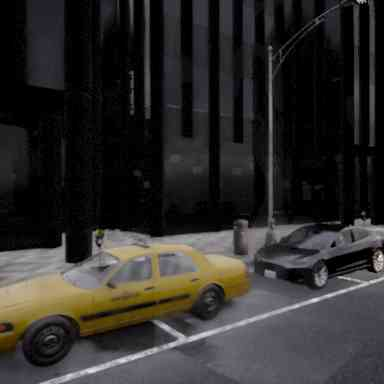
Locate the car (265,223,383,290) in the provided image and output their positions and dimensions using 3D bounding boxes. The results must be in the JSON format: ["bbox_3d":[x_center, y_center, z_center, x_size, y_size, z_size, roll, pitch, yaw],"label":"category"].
[{"bbox_3d":[3.627,1.571,9.126,4.313,1.339,1.947,0,0,-36],"label":"car"}]

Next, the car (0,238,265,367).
[{"bbox_3d":[-1.110,1.527,5.746,4.829,1.417,1.752,0,0,-36],"label":"car"}]
